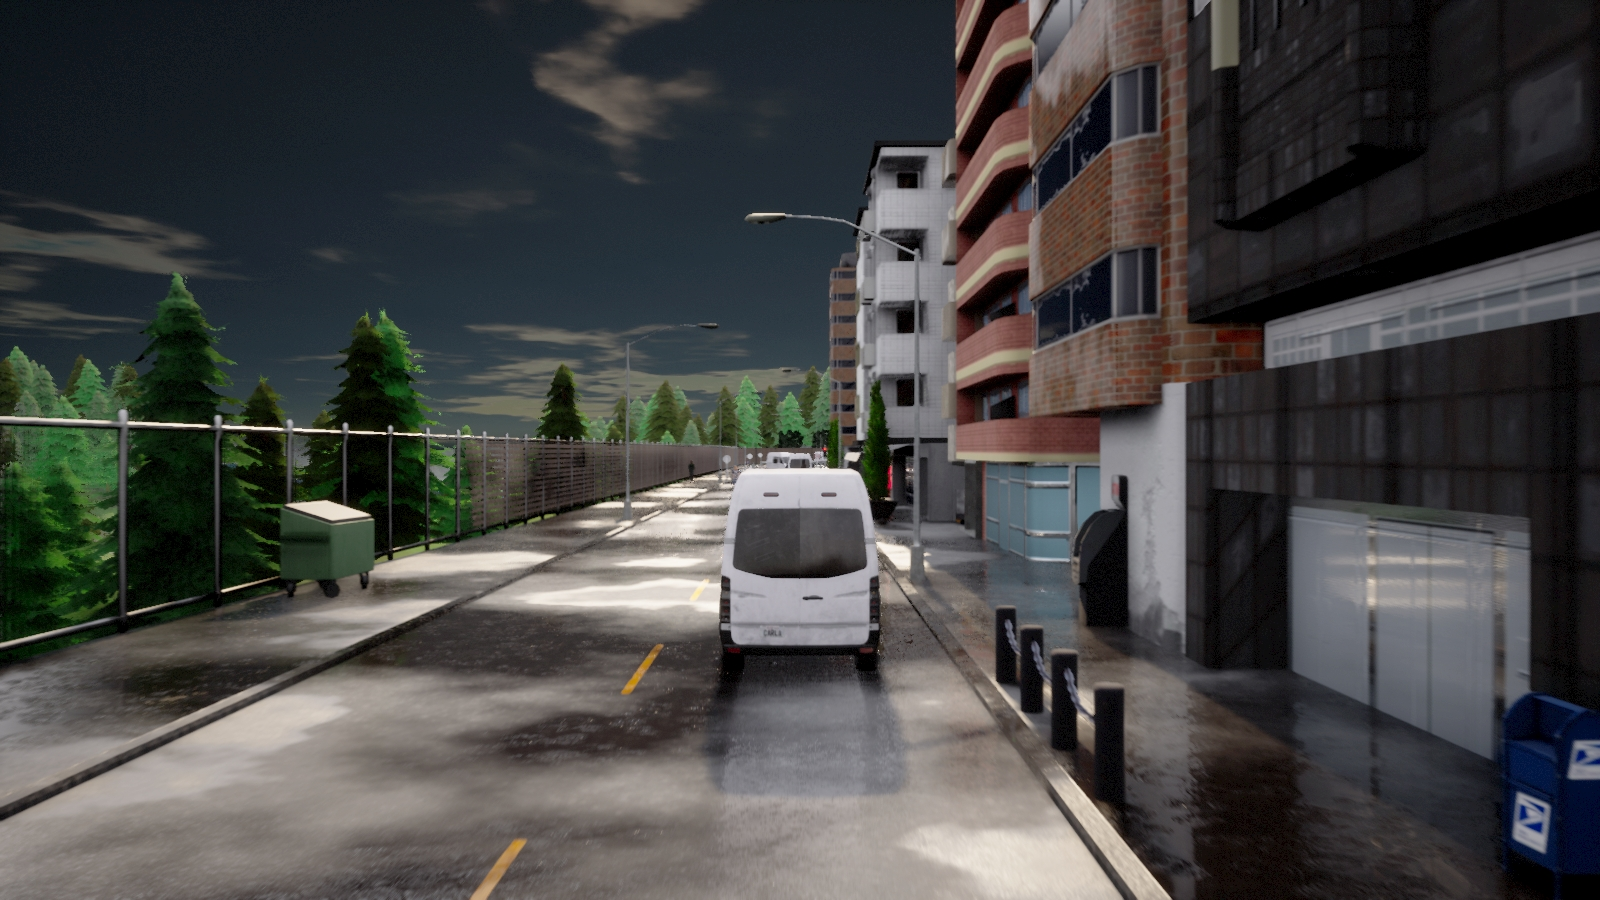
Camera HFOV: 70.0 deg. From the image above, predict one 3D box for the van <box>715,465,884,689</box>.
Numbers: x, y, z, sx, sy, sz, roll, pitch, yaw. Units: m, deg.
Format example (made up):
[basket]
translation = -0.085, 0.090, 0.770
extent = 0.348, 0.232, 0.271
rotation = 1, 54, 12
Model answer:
[van]
translation = -0.006, 1.534, 16.404
extent = 1.988, 2.561, 5.915
rotation = 0, 0, 0

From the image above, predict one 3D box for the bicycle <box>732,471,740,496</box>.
[bicycle]
translation = -4.002, 2.056, 71.210
extent = 0.373, 1.496, 1.643
rotation = 0, 0, 0
